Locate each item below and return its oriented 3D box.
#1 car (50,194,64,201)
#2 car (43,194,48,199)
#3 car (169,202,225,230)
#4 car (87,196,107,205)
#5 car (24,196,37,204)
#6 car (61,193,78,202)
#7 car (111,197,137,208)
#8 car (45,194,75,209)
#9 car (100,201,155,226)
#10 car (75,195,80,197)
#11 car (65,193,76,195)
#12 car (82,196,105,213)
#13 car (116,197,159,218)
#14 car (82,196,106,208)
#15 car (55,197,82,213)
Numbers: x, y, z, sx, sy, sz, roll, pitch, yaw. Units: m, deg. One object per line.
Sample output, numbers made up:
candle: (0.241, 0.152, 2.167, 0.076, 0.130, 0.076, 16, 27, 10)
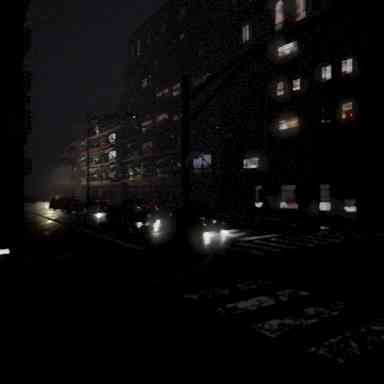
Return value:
car: (-31.817, 1.256, 78.334, 2.008, 1.369, 4.403, 0, 0, -34)
car: (-35.131, 1.208, 83.158, 1.752, 1.417, 4.829, 0, 0, -34)
car: (0.233, 1.595, 21.458, 1.994, 1.385, 4.181, -1, 1, -34)
car: (-15.824, 1.347, 55.055, 1.752, 1.417, 4.829, 0, 0, -34)
car: (-29.069, 1.413, 59.535, 1.947, 1.339, 4.313, 0, 0, -34)
car: (-25.382, 1.067, 68.965, 2.192, 1.841, 5.009, 0, 0, -34)
car: (-9.389, 1.396, 45.688, 1.752, 1.417, 4.829, 0, 0, -34)
car: (-16.198, 1.383, 40.801, 1.967, 1.590, 4.097, 0, 0, -34)
car: (-4.757, 1.578, 23.920, 1.887, 1.381, 4.507, 0, 0, -34)
car: (-16.191, 1.452, 45.446, 2.033, 1.411, 5.357, -1, 1, -34)
car: (-20.129, 1.321, 56.565, 2.128, 1.511, 4.902, -1, 1, -34)
car: (-10.246, 1.514, 36.718, 1.994, 1.385, 4.181, -1, 1, -34)
car: (-4.655, 1.346, 28.568, 2.097, 1.767, 4.553, -1, 1, -34)
car: (-14.183, 1.378, 47.999, 1.837, 1.490, 4.892, -1, 1, -34)
car: (-12.980, 1.519, 36.117, 2.008, 1.369, 4.403, 0, 0, -34)
